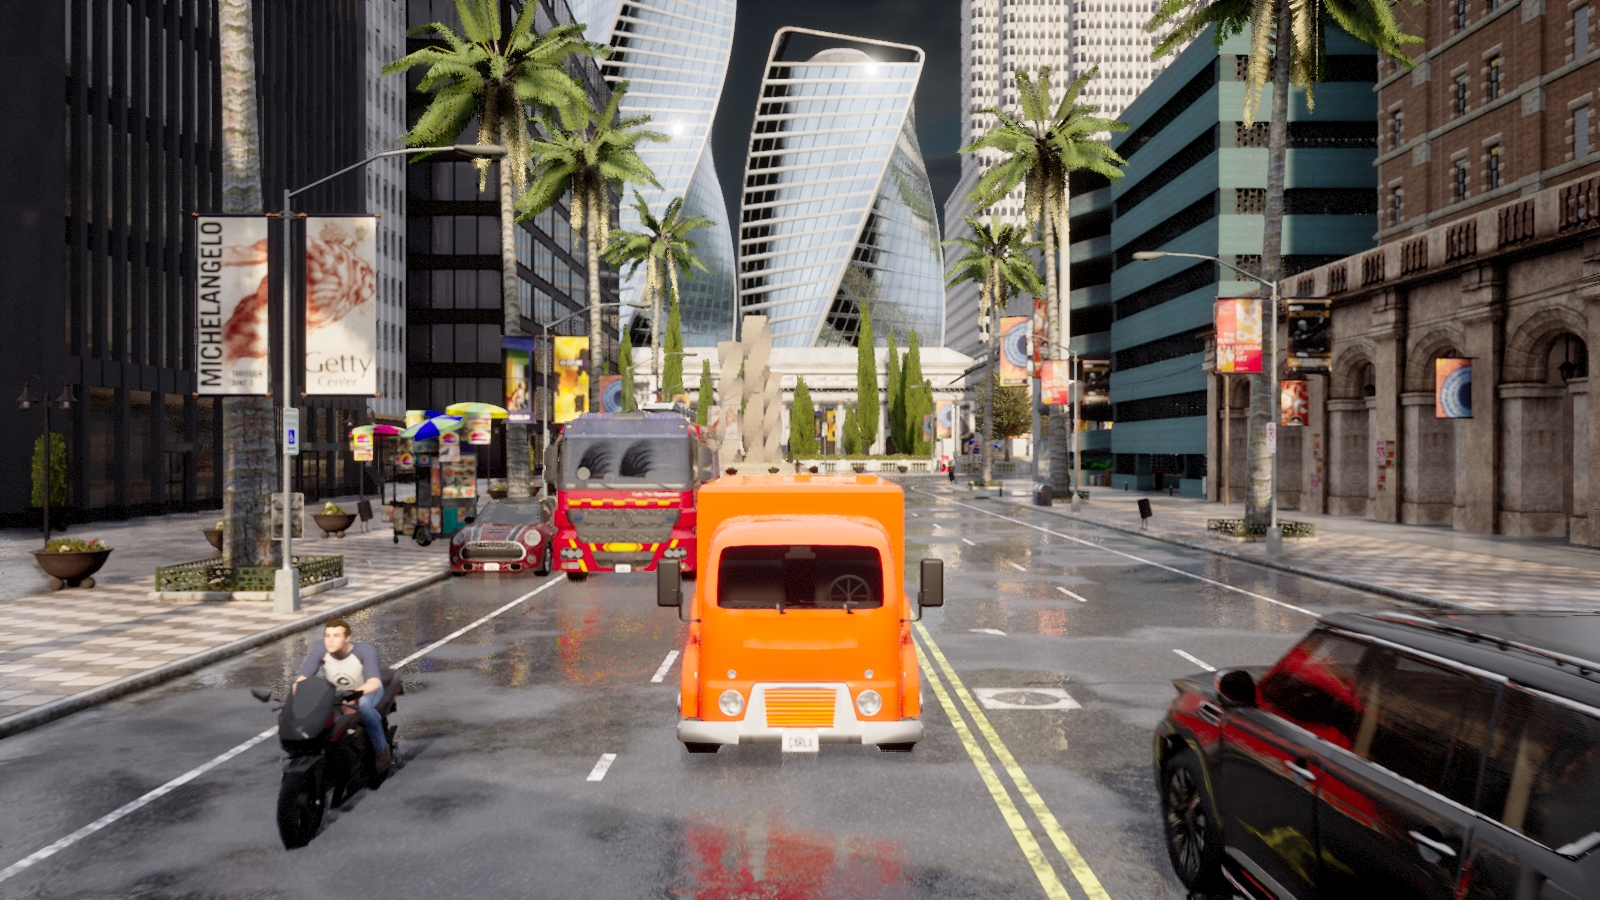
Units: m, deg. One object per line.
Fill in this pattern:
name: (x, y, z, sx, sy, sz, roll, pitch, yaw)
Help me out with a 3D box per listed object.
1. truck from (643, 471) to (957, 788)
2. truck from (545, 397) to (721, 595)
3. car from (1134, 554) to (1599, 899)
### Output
truck: (0.001, 1.552, 12.157, 2.627, 2.467, 5.204, 0, 1, 0)
truck: (-3.519, 0.890, 26.294, 2.891, 3.827, 8.468, 0, 0, -1)
car: (3.500, 1.779, 5.500, 2.150, 2.045, 5.566, 0, 0, 0)
